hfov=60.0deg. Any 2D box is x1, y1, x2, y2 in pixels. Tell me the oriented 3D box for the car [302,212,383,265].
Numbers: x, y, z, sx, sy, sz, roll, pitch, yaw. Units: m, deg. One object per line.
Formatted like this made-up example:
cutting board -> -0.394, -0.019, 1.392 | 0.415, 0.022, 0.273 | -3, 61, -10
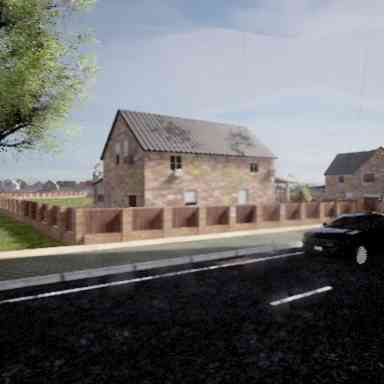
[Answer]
car -> 6.029, 1.518, 11.978 | 5.008, 1.535, 1.882 | 0, 0, -36
